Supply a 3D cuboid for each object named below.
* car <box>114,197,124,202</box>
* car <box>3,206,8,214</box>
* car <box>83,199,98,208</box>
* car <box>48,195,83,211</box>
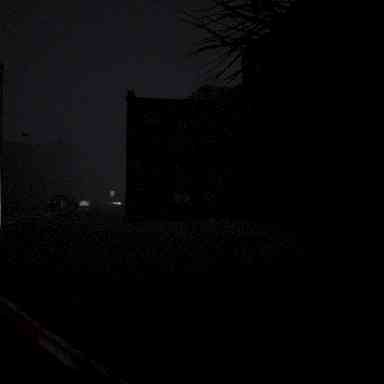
[{"bbox_3d":[-19.045,1.943,87.013,2.128,1.511,4.902,1,0,2],"label":"car"},{"bbox_3d":[-20.350,1.641,32.976,1.895,1.301,4.718,1,0,-3],"label":"car"},{"bbox_3d":[-16.523,1.777,53.217,1.812,1.442,4.674,1,0,2],"label":"car"},{"bbox_3d":[-16.750,1.398,43.498,2.150,2.045,5.566,1,0,2],"label":"car"}]
